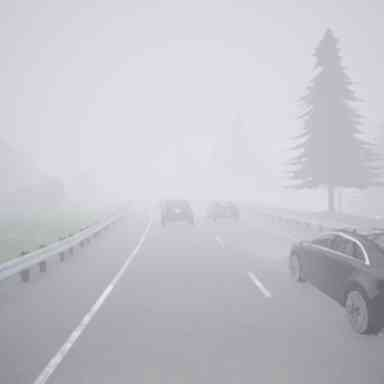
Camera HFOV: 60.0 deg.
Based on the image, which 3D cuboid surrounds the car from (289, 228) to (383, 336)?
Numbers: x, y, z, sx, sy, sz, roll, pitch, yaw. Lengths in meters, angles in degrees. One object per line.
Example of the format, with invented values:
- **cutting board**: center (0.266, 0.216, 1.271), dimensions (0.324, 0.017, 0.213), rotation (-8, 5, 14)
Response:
- **car**: center (3.435, 1.454, 6.613), dimensions (2.128, 1.511, 4.902), rotation (0, 0, -2)

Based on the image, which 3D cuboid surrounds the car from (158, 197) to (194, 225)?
- **car**: center (-1.105, 1.243, 22.915), dimensions (2.097, 1.767, 4.553), rotation (0, 0, -5)

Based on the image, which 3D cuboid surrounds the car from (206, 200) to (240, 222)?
- **car**: center (2.221, 1.368, 24.855), dimensions (2.128, 1.511, 4.902), rotation (0, 0, -6)

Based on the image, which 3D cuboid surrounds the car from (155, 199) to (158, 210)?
- **car**: center (-3.435, 1.300, 40.594), dimensions (2.128, 1.511, 4.902), rotation (0, 0, -9)
